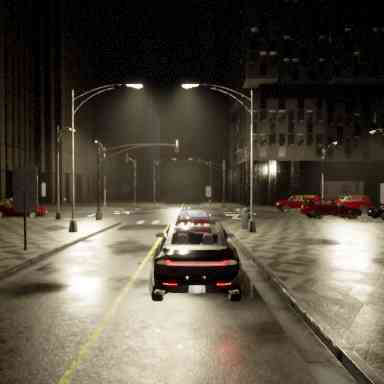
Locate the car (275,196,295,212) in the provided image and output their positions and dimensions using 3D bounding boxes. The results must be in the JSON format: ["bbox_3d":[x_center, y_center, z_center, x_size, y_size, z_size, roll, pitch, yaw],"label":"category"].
[{"bbox_3d":[12.044,1.316,37.698,5.009,1.841,2.192,0,1,0],"label":"car"}]

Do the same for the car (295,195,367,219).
[{"bbox_3d":[12.073,1.456,29.175,5.009,1.841,2.192,0,1,0],"label":"car"}]

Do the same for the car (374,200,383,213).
[{"bbox_3d":[23.328,1.625,37.754,4.313,1.339,1.947,0,1,0],"label":"car"}]

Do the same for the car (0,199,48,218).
[{"bbox_3d":[-14.968,1.559,29.050,4.507,1.381,1.887,0,1,0],"label":"car"}]

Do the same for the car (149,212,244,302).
[{"bbox_3d":[0.086,1.488,8.253,2.128,1.511,4.902,0,0,0],"label":"car"}]

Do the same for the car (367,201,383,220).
[{"bbox_3d":[17.716,1.735,29.204,4.313,1.339,1.947,0,1,0],"label":"car"}]

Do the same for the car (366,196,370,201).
[{"bbox_3d":[17.687,1.344,37.725,5.009,1.841,2.192,0,1,0],"label":"car"}]

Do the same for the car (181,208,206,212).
[{"bbox_3d":[0.071,1.546,17.963,2.033,1.411,5.357,0,0,0],"label":"car"}]
